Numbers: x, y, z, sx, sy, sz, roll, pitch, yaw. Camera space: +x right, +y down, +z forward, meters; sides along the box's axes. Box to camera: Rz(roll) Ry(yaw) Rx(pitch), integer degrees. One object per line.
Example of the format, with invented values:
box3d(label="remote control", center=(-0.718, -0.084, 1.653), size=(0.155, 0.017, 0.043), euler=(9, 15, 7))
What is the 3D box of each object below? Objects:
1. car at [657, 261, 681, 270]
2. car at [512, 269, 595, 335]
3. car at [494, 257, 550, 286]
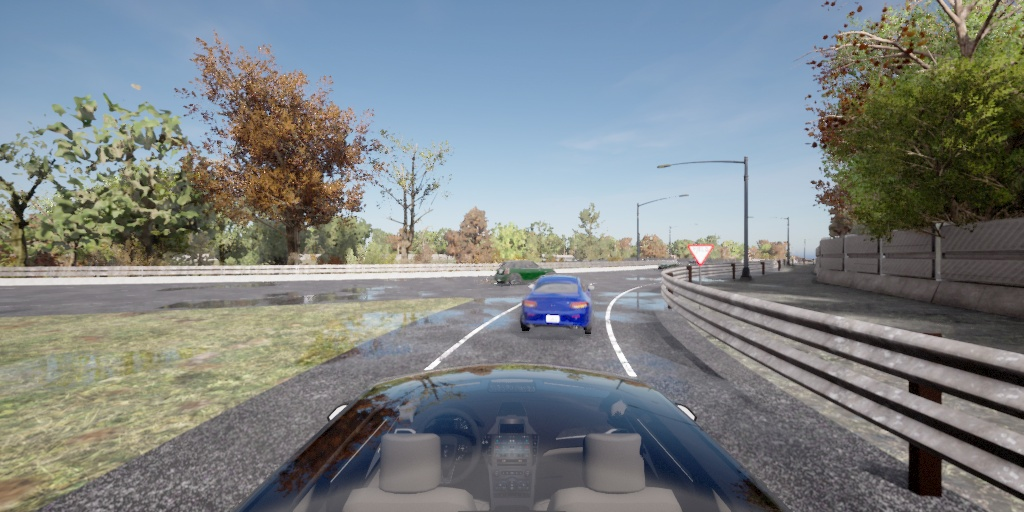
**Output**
box3d(label="car", center=(22.650, 1.381, 51.393), size=(1.895, 1.301, 4.718), euler=(0, 0, 43))
box3d(label="car", center=(1.416, 1.281, 10.540), size=(1.812, 1.442, 4.674), euler=(0, 0, 12))
box3d(label="car", center=(1.049, 1.115, 25.505), size=(4.553, 1.767, 2.097), euler=(0, 0, -30))
